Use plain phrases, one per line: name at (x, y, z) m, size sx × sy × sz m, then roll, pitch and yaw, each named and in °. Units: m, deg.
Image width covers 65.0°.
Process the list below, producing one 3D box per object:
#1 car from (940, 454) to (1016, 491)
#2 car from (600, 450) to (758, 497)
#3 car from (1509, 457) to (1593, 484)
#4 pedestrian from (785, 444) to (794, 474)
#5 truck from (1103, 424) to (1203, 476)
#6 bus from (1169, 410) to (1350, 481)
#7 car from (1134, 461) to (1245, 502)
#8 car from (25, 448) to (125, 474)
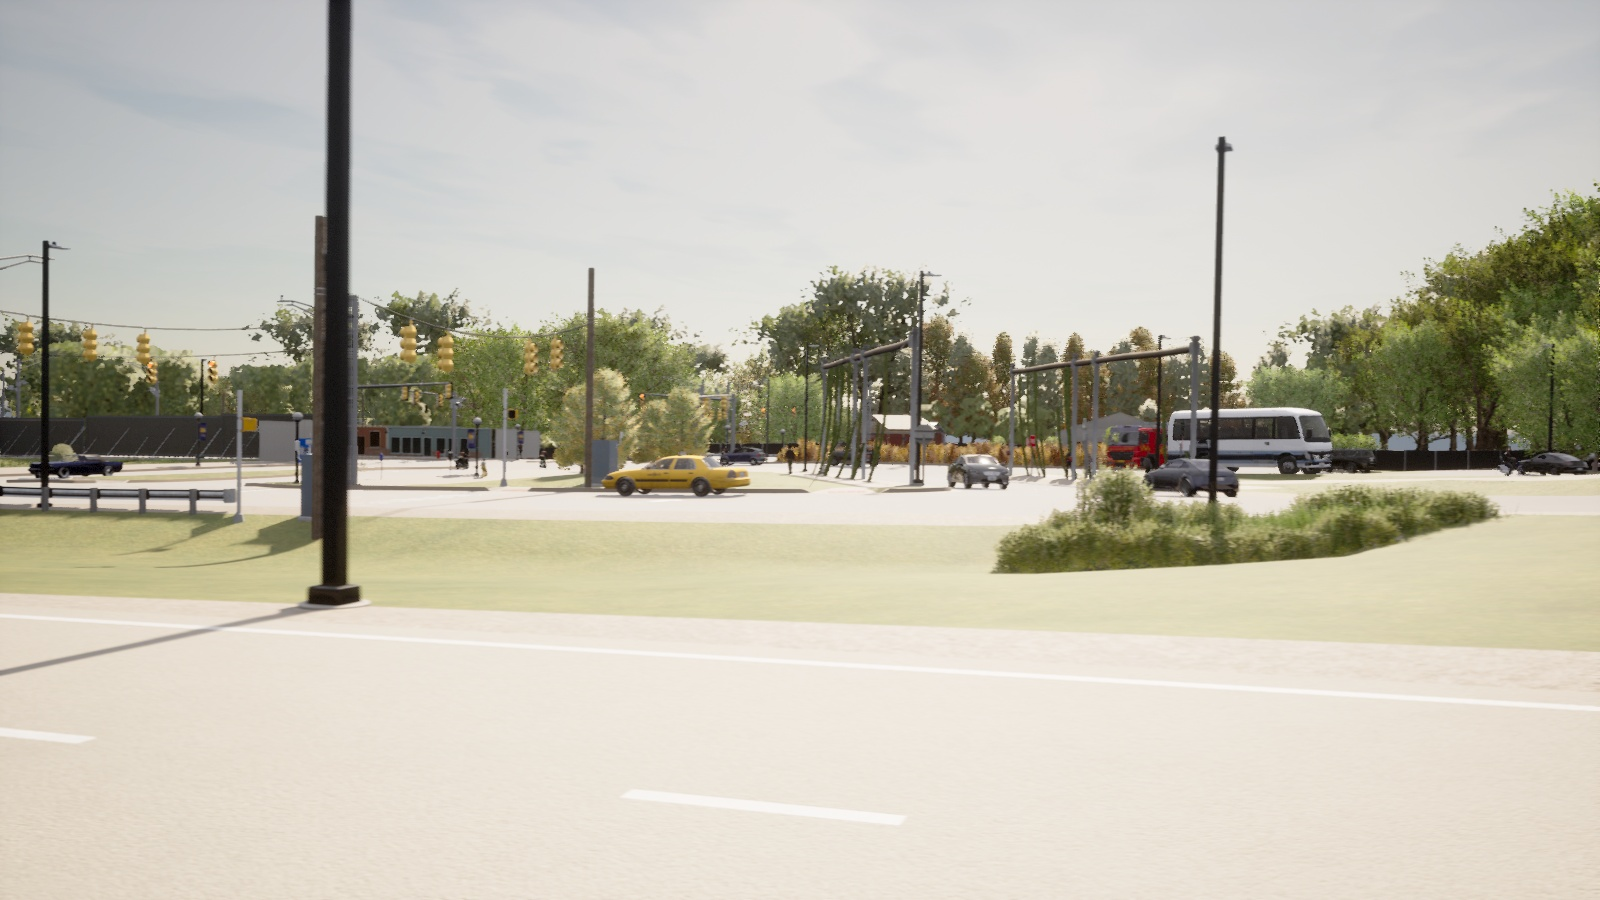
car at (7.746, 0.968, 55.168) m, size 2.128 × 1.511 × 4.902 m, roll 1°, pitch -1°, yaw -7°
car at (-4.333, 0.806, 45.129) m, size 5.366 × 1.575 × 1.801 m, roll 0°, pitch 1°, yaw 18°
car at (46.470, 1.250, 77.834) m, size 1.812 × 1.442 × 4.674 m, roll 0°, pitch 2°, yaw -9°
pedestrian at (-0.656, 0.570, 77.874) m, size 0.431 × 1.840 × 0.703 m, roll 1°, pitch 1°, yaw -7°
truck at (26.814, 0.034, 95.235) m, size 8.468 × 3.827 × 2.891 m, roll 1°, pitch 0°, yaw -39°
bus at (29.128, -0.307, 80.093) m, size 3.944 × 4.253 × 10.273 m, roll -1°, pitch 1°, yaw -39°
car at (14.045, 1.104, 45.521) m, size 1.994 × 1.385 × 4.181 m, roll 1°, pitch -1°, yaw -13°
car at (-39.942, 0.591, 69.279) m, size 1.895 × 1.301 × 4.718 m, roll 1°, pitch 1°, yaw 18°
